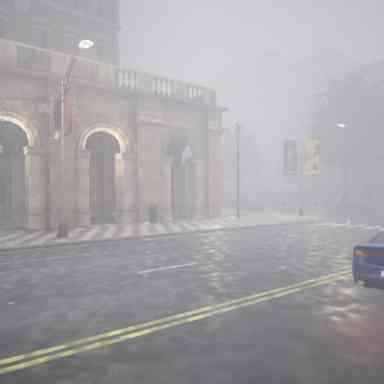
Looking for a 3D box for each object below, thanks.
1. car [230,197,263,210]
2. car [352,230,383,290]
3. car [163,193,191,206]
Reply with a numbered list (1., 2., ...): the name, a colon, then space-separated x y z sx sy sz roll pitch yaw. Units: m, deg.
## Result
1. car: 7.099 1.440 43.791 1.882 1.535 5.008 0 0 -36
2. car: 5.803 1.466 7.996 5.008 1.535 1.882 0 0 -37
3. car: -2.719 1.181 57.473 2.150 2.045 5.566 0 0 -35
